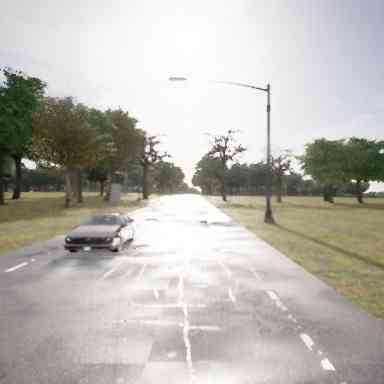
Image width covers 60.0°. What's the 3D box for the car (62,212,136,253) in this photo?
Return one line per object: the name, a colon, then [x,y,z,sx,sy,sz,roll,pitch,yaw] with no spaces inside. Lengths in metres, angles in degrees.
car: [-3.584,1.553,14.028,2.033,1.411,5.357,0,0,0]
